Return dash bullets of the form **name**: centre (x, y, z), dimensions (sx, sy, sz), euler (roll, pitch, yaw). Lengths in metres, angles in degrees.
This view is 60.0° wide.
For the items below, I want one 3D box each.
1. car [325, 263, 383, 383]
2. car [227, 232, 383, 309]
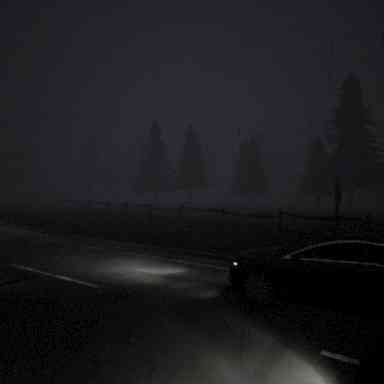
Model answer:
- **car**: centre (3.615, 1.563, 1.495), dimensions (5.357, 1.411, 2.033), euler (0, 0, 35)
- **car**: centre (3.010, 1.516, 6.307), dimensions (4.902, 1.511, 2.128), euler (0, 0, 36)
